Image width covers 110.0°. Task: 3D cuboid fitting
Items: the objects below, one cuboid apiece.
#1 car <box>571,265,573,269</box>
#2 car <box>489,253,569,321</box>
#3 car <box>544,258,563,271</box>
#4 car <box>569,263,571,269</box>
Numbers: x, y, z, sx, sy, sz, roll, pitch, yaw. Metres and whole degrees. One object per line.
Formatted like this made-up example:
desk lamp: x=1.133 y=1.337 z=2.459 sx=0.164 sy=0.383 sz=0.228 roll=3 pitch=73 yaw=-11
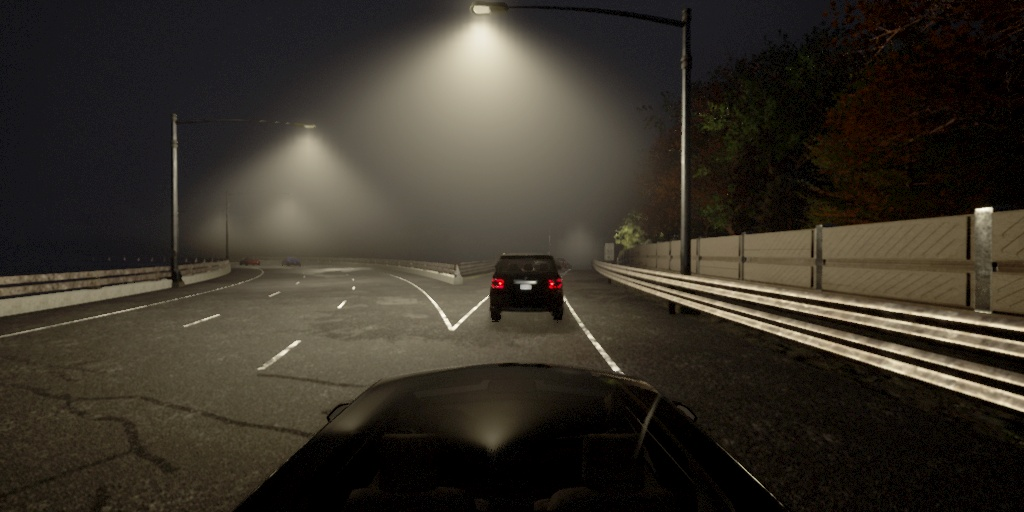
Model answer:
car: x=9.271 y=1.624 z=64.093 sx=1.994 sy=1.385 sz=4.181 roll=0 pitch=-3 yaw=13
car: x=0.536 y=0.904 z=12.283 sx=2.150 sy=2.045 sz=5.566 roll=0 pitch=1 yaw=3
car: x=5.148 y=1.033 z=44.008 sx=1.837 sy=1.490 sz=4.892 roll=0 pitch=0 yaw=11
car: x=7.658 y=1.116 z=56.357 sx=2.097 sy=1.767 sz=4.553 roll=0 pitch=-2 yaw=12
